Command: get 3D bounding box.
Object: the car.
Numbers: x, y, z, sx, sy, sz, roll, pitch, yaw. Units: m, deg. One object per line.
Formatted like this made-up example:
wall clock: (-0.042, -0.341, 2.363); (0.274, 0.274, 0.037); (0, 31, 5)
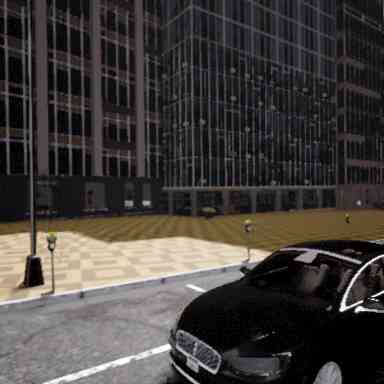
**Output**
car: (1.980, 1.523, 4.796); (4.892, 1.490, 1.837); (0, 0, -36)
